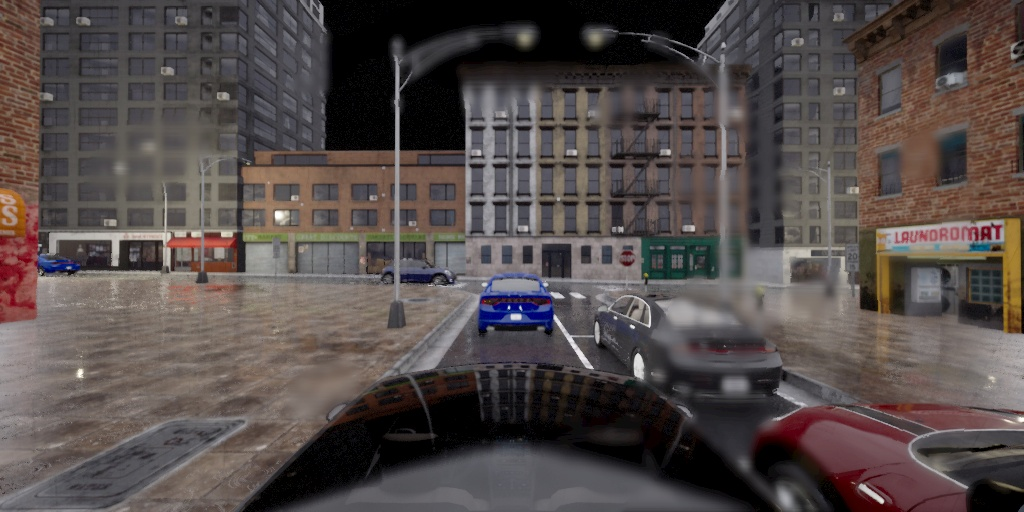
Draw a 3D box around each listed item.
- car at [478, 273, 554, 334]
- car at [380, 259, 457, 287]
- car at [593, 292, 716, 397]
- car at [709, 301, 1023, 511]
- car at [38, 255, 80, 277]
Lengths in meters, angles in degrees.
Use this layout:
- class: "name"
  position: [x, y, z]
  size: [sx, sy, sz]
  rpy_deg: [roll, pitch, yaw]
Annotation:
- class: "car"
  position: [0.093, 1.227, 10.627]
  size: [1.882, 1.535, 5.008]
  rpy_deg: [0, 0, 0]
- class: "car"
  position: [-5.773, 0.998, 22.644]
  size: [4.553, 1.767, 2.097]
  rpy_deg: [1, 0, 0]
- class: "car"
  position: [2.647, 1.300, 6.427]
  size: [2.007, 1.370, 4.403]
  rpy_deg: [0, 0, 0]
- class: "car"
  position: [2.637, 1.190, 0.923]
  size: [1.967, 1.591, 4.097]
  rpy_deg: [0, 0, 0]
- class: "car"
  position: [-34.253, 0.666, 25.774]
  size: [5.008, 1.535, 1.882]
  rpy_deg: [1, 0, 0]
